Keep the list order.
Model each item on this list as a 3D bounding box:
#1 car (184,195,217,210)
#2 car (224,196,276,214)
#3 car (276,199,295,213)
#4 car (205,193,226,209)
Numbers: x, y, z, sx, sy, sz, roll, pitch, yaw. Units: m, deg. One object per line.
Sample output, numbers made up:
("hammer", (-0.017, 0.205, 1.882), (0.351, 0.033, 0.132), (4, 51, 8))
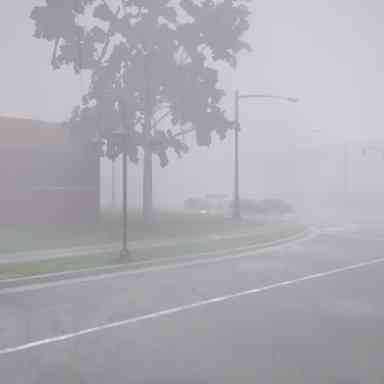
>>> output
("car", (0.747, 1.505, 42.987), (1.837, 1.490, 4.892), (0, 0, -33))
("car", (6.016, 1.478, 35.097), (1.882, 1.535, 5.008), (0, 0, -34))
("car", (9.086, 1.505, 36.801), (1.837, 1.490, 4.892), (0, 0, -34))
("car", (3.615, 1.221, 45.003), (2.150, 2.045, 5.566), (0, 0, -34))
